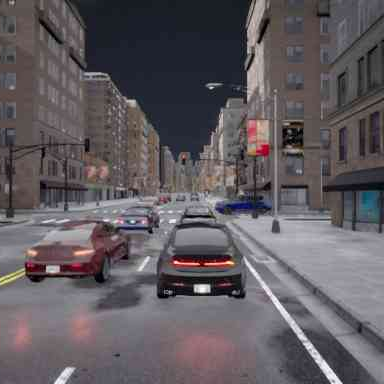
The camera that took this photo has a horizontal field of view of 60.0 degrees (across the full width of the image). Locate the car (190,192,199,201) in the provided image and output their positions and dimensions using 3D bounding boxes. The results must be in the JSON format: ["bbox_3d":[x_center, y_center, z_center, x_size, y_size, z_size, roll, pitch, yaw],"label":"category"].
[{"bbox_3d":[0.706,1.154,85.660,2.150,2.045,5.566,0,0,0],"label":"car"}]

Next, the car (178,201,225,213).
[{"bbox_3d":[0.291,1.489,17.855,2.128,1.511,4.902,0,0,-1],"label":"car"}]

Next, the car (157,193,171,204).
[{"bbox_3d":[-5.998,1.178,64.765,2.150,2.045,5.566,0,0,1],"label":"car"}]

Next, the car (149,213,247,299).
[{"bbox_3d":[0.205,1.505,8.459,1.837,1.490,4.892,0,0,0],"label":"car"}]

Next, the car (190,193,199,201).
[{"bbox_3d":[0.637,1.467,75.391,1.812,1.442,4.674,0,0,0],"label":"car"}]

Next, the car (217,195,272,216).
[{"bbox_3d":[5.009,1.264,32.808,5.566,2.045,2.150,0,-1,-5],"label":"car"}]

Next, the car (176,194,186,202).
[{"bbox_3d":[-2.622,1.487,75.655,1.994,1.385,4.181,0,0,0],"label":"car"}]

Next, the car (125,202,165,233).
[{"bbox_3d":[-2.958,1.544,19.162,2.033,1.411,5.357,0,0,0],"label":"car"}]

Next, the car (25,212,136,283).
[{"bbox_3d":[-3.026,1.526,9.595,1.812,1.442,4.674,0,0,1],"label":"car"}]

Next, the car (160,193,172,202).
[{"bbox_3d":[-5.874,1.165,75.457,2.150,2.045,5.566,0,0,0],"label":"car"}]

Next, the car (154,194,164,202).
[{"bbox_3d":[-6.126,1.494,54.104,1.812,1.442,4.674,0,0,1],"label":"car"}]

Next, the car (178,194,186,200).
[{"bbox_3d":[-2.545,1.239,85.658,1.882,1.535,5.008,0,0,0],"label":"car"}]

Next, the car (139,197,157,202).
[{"bbox_3d":[-6.212,1.579,44.093,1.895,1.301,4.718,0,0,0],"label":"car"}]
